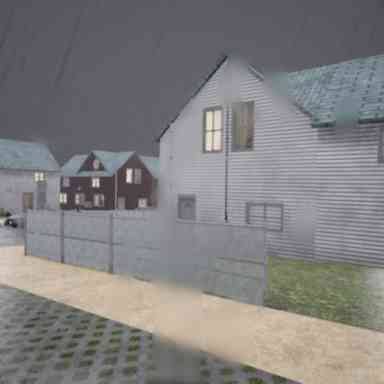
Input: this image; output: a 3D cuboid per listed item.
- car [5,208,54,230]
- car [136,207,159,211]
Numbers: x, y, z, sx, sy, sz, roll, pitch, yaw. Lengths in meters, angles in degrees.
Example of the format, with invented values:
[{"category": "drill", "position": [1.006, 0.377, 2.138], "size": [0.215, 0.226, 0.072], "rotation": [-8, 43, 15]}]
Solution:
[{"category": "car", "position": [-10.361, 1.806, 22.790], "size": [1.994, 1.385, 4.181], "rotation": [2, 0, 37]}, {"category": "car", "position": [-4.432, 2.061, 30.792], "size": [1.895, 1.301, 4.718], "rotation": [2, 0, 37]}]
